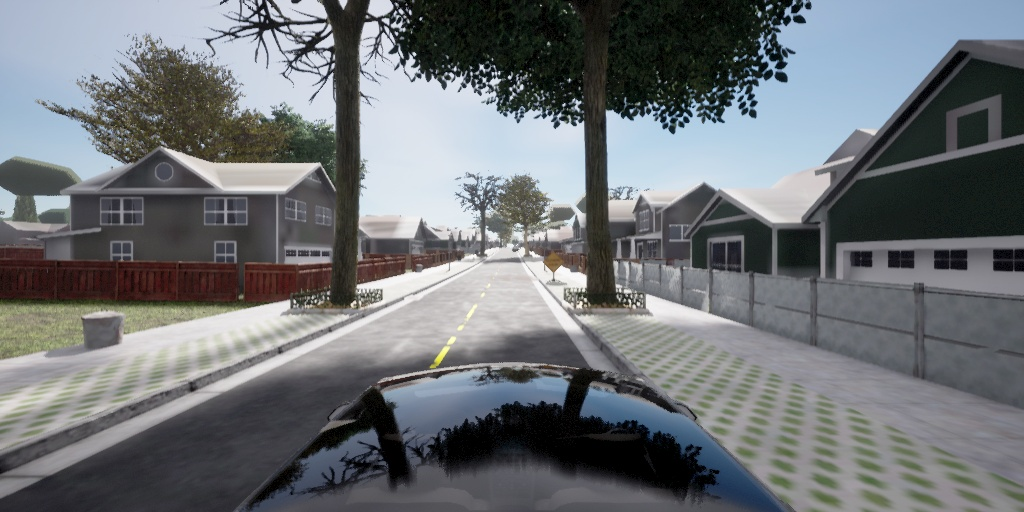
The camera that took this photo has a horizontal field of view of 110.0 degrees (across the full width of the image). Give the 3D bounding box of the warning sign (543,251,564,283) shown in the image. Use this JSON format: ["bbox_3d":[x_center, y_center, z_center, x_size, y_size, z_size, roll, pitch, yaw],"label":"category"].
[{"bbox_3d":[2.518,0.651,21.587,1.300,1.860,1.060,0,0,0],"label":"warning sign"}]
